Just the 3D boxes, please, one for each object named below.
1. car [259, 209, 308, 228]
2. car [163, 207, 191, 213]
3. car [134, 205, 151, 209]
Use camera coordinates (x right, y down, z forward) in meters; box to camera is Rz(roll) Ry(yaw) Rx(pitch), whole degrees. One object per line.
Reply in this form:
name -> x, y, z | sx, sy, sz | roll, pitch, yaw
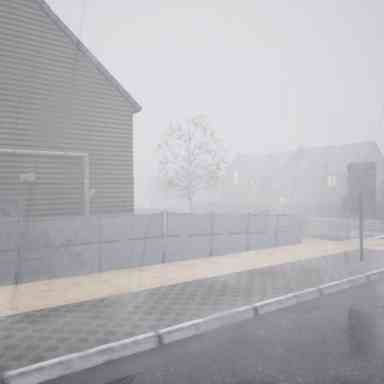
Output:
car -> 6.072, 1.923, 23.784 | 1.994, 1.385, 4.181 | -1, -1, -36
car -> -1.808, 2.282, 34.867 | 1.895, 1.301, 4.718 | -1, -1, -35
car -> -7.887, 2.584, 48.405 | 1.895, 1.301, 4.718 | -1, -1, -35
